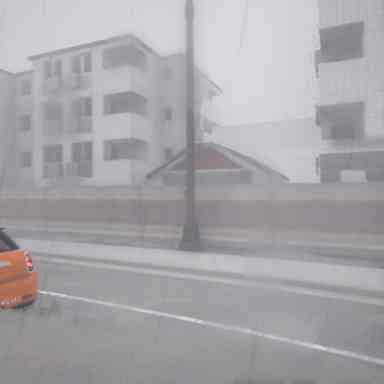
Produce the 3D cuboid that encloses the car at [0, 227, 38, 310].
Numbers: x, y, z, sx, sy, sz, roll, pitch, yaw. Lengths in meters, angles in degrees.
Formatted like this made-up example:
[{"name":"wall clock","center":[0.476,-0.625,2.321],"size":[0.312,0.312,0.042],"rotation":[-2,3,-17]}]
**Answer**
[{"name":"car","center":[-5.190,1.388,6.427],"size":[4.553,1.767,2.097],"rotation":[-1,0,28]}]
